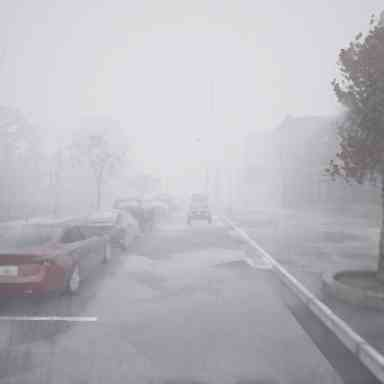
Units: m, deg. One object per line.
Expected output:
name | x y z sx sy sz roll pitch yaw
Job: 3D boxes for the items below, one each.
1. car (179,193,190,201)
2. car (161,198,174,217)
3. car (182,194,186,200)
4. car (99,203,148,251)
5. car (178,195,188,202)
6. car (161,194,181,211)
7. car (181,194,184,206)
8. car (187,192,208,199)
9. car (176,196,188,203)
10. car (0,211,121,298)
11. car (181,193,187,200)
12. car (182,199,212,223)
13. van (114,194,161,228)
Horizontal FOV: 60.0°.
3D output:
car | -1.989 1.302 89.696 2.435 2.045 5.566 0 0 3
car | -3.107 1.549 30.844 2.002 1.452 4.674 0 0 1
car | -2.686 1.526 53.017 2.097 1.535 5.008 0 0 3
car | -3.424 1.482 14.191 2.231 1.521 4.892 0 1 -1
car | -2.160 1.566 80.744 2.097 1.535 5.008 0 0 3
car | -2.980 1.275 37.588 2.435 2.045 5.566 0 0 2
car | -2.791 1.506 47.470 2.097 1.535 5.008 0 0 3
car | 0.874 1.235 42.846 2.150 2.045 5.566 0 0 1
car | -2.265 1.577 75.204 2.231 1.521 4.892 0 -1 3
car | -3.530 1.510 8.681 2.163 1.488 4.792 0 1 -1
car | -2.484 1.540 63.268 1.946 1.575 5.366 0 0 3
car | 0.545 1.549 25.544 2.033 1.411 5.357 0 0 1
van | -3.311 1.280 19.875 1.878 1.987 4.442 0 0 3
